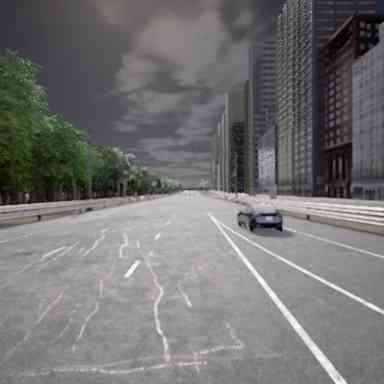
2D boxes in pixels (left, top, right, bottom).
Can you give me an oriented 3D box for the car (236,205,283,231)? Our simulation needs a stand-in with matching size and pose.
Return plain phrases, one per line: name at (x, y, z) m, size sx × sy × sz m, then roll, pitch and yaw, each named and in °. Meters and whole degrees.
car at (4.046, 1.491, 20.371) m, size 2.163 × 1.488 × 4.792 m, roll 0°, pitch 0°, yaw -4°
